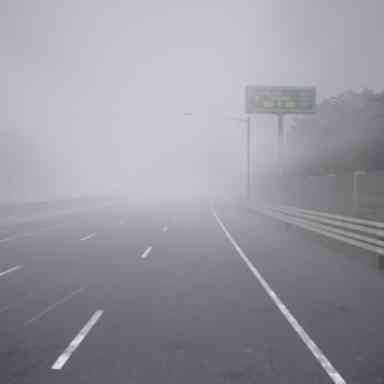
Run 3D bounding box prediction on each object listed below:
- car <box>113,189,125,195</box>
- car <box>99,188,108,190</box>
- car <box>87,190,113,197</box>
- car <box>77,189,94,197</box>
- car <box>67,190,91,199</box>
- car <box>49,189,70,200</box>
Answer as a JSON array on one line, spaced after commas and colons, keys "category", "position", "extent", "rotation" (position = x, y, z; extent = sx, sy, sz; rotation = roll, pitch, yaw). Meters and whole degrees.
[{"category": "car", "position": [-15.421, 0.226, 69.963], "extent": [1.837, 1.490, 4.892], "rotation": [0, 2, 3]}, {"category": "car", "position": [-18.913, 0.076, 70.199], "extent": [2.097, 1.767, 4.553], "rotation": [0, 2, 3]}, {"category": "car", "position": [-16.072, 0.898, 58.447], "extent": [2.033, 1.411, 5.357], "rotation": [0, 1, 3]}, {"category": "car", "position": [-22.408, 0.242, 70.385], "extent": [1.812, 1.442, 4.674], "rotation": [0, 2, 3]}, {"category": "car", "position": [-19.566, 0.843, 58.636], "extent": [2.128, 1.511, 4.902], "rotation": [0, 1, 3]}, {"category": "car", "position": [-23.056, 0.572, 58.778], "extent": [2.150, 2.045, 5.566], "rotation": [0, 1, 3]}]
